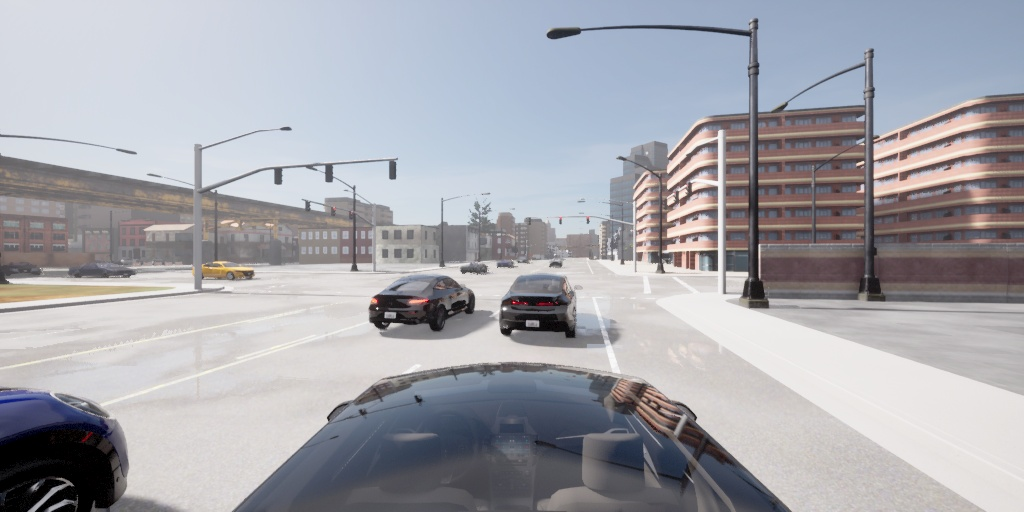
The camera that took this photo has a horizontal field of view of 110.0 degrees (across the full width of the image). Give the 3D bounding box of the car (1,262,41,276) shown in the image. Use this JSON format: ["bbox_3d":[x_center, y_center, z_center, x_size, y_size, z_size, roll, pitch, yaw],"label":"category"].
[{"bbox_3d":[-49.647,1.313,36.213,4.181,1.385,1.994,0,0,28],"label":"car"}]

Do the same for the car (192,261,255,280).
[{"bbox_3d":[-24.580,1.227,30.627,5.008,1.535,1.882,0,0,10],"label":"car"}]

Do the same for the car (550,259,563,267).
[{"bbox_3d":[7.115,1.058,57.344,1.895,1.301,4.718,0,1,11],"label":"car"}]

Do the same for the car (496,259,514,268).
[{"bbox_3d":[-0.994,1.146,53.309,1.895,1.301,4.718,0,1,11],"label":"car"}]

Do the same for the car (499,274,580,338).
[{"bbox_3d":[0.914,1.255,10.335,1.837,1.490,4.892,0,0,11],"label":"car"}]

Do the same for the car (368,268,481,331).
[{"bbox_3d":[-2.531,1.276,10.977,1.812,1.442,4.674,0,0,11],"label":"car"}]

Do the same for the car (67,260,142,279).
[{"bbox_3d":[-37.534,1.297,32.805,5.357,1.411,2.033,0,0,8],"label":"car"}]

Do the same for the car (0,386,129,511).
[{"bbox_3d":[-4.029,1.102,0.798,2.097,1.767,4.553,0,0,4],"label":"car"}]

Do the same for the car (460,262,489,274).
[{"bbox_3d":[-3.968,1.300,38.143,1.895,1.301,4.718,0,0,12],"label":"car"}]
